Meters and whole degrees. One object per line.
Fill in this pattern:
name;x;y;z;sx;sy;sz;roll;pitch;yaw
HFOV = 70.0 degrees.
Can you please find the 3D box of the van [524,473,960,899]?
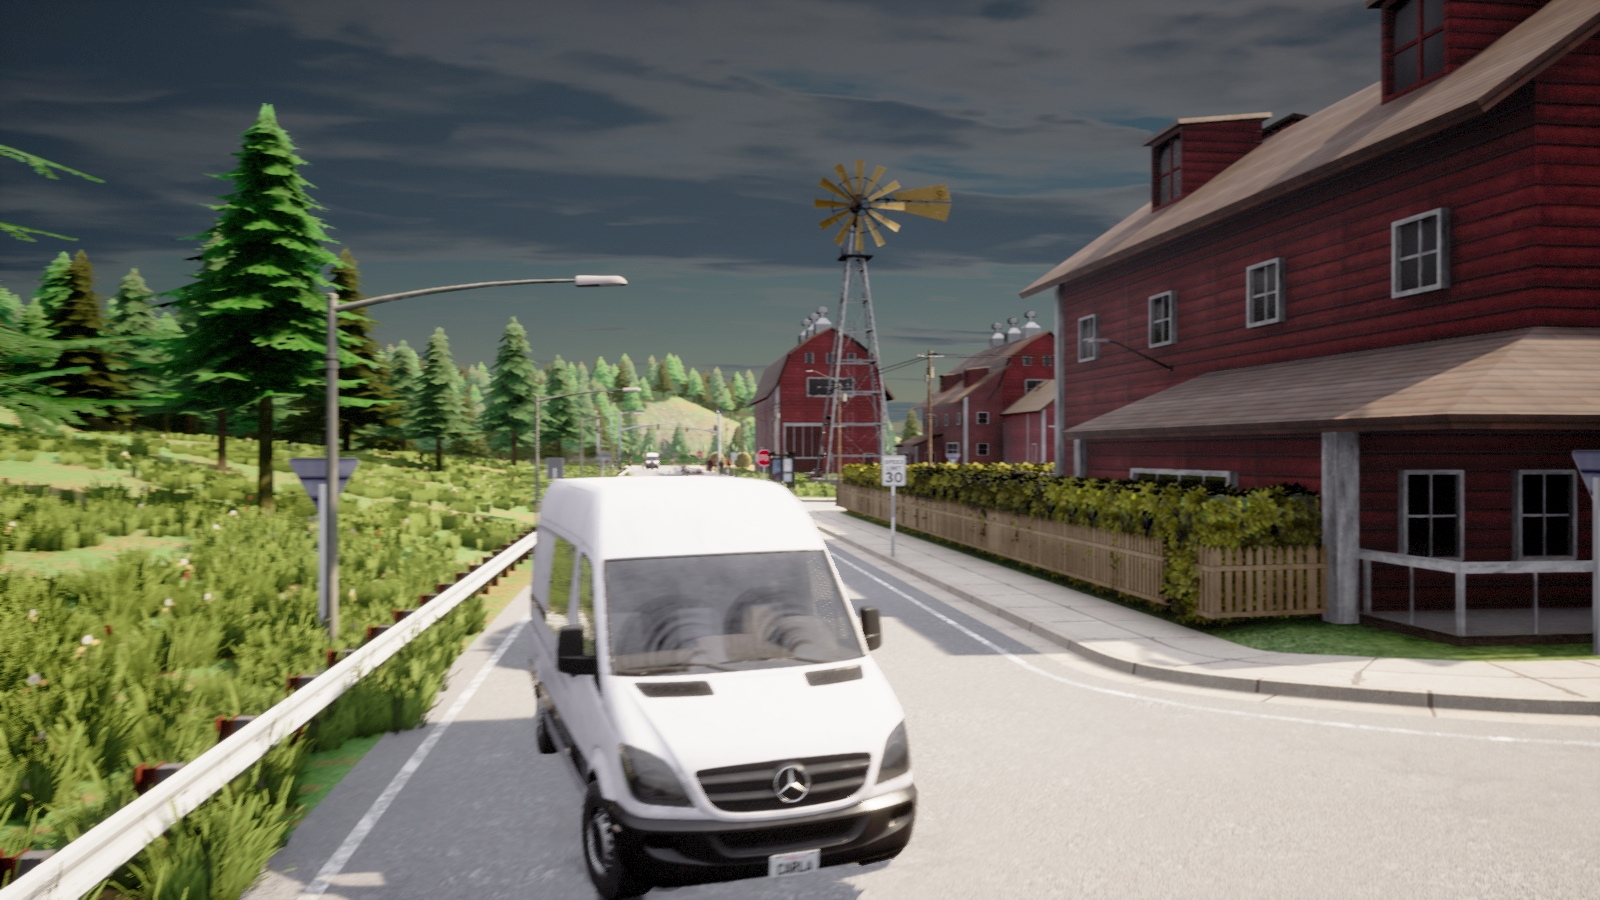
van;-0.948;1.524;9.336;1.988;2.561;5.915;-1;0;-19
